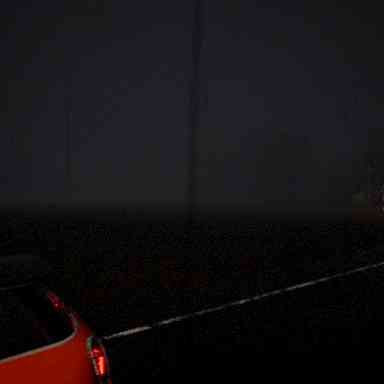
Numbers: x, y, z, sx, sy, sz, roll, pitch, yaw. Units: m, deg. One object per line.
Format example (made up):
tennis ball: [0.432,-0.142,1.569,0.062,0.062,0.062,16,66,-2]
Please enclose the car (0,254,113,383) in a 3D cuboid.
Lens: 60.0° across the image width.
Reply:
car: [-2.828,1.359,1.975,4.553,1.767,2.097,0,0,-35]
